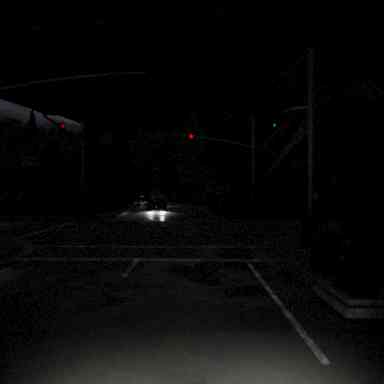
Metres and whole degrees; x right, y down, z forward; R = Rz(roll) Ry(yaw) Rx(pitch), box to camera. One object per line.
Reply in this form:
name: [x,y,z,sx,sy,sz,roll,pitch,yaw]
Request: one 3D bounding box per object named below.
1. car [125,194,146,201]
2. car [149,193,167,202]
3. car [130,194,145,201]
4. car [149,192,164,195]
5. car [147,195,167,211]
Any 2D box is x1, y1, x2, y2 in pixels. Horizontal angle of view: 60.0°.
car: [-12.531,1.118,73.889,4.902,1.511,2.128,0,0,42]
car: [-6.762,1.030,65.597,2.097,1.767,4.553,0,0,-27]
car: [-11.655,1.072,67.199,1.895,1.301,4.718,0,0,-32]
car: [-5.571,0.968,51.755,2.150,2.045,5.566,0,0,-15]
car: [-3.851,1.381,37.183,1.994,1.385,4.181,0,0,-2]
